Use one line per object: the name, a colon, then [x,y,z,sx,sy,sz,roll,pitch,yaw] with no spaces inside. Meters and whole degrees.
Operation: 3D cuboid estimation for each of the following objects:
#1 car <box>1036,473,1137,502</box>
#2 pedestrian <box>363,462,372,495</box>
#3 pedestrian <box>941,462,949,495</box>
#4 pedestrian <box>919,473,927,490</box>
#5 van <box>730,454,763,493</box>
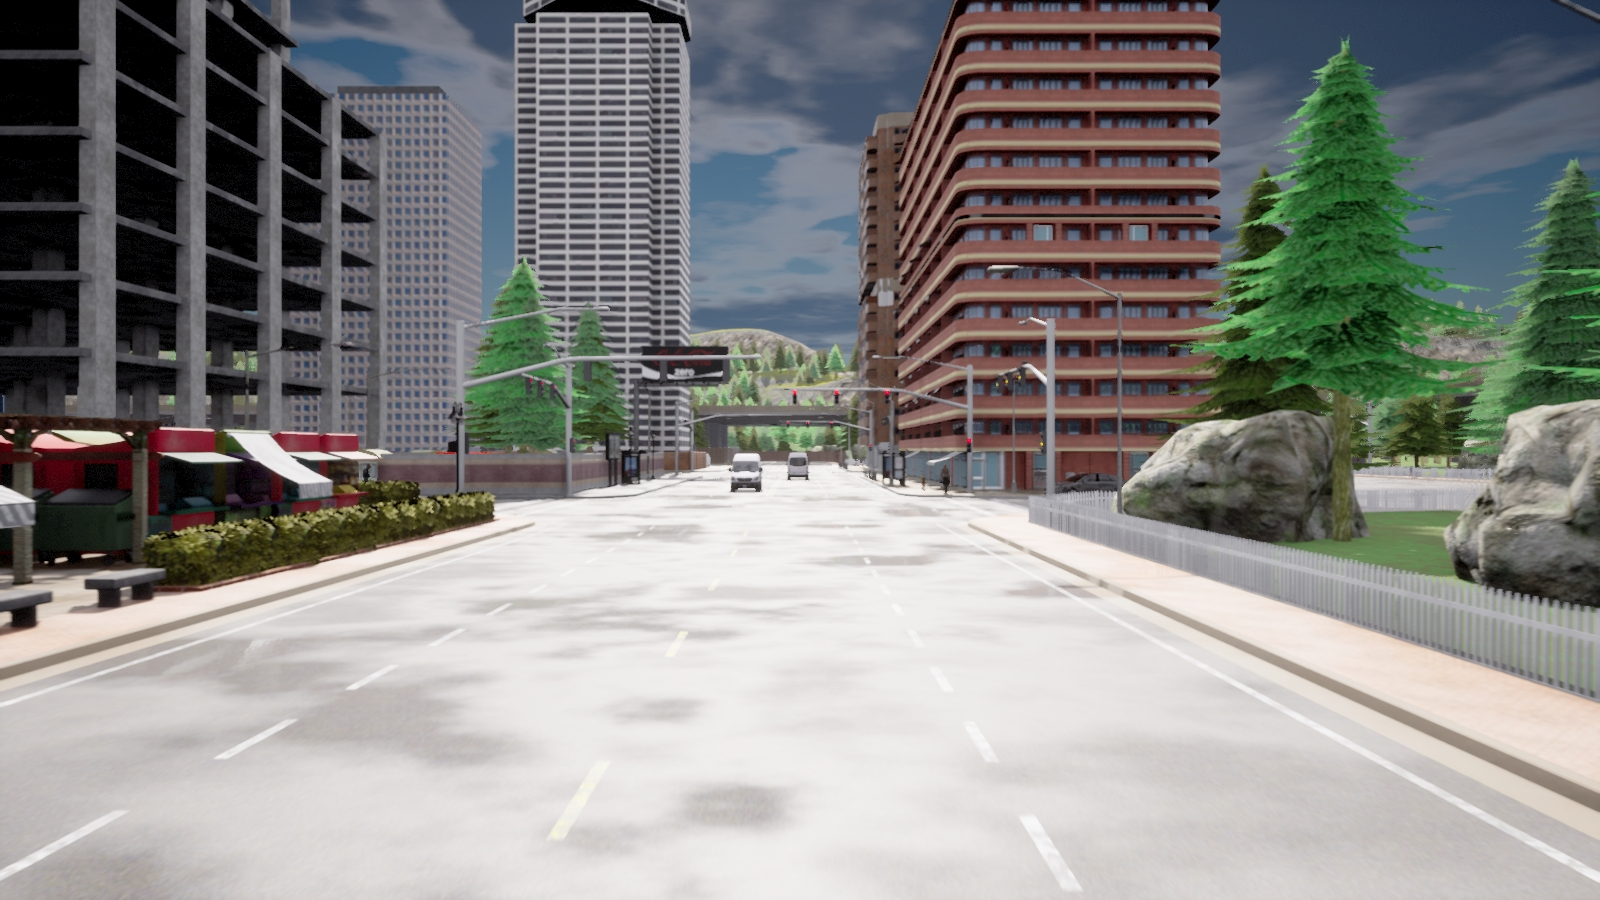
car: [15.563,2.003,62.111,4.892,1.480,2.231,0,0,-19]
pedestrian: [-24.745,1.640,65.412,0.375,1.860,0.375,0,0,-1]
pedestrian: [8.440,1.649,66.347,0.375,1.860,0.375,0,0,-6]
pedestrian: [8.142,2.074,75.653,0.500,1.100,0.500,0,0,-1]
van: [-3.635,1.532,78.001,1.988,2.561,5.915,0,0,0]
